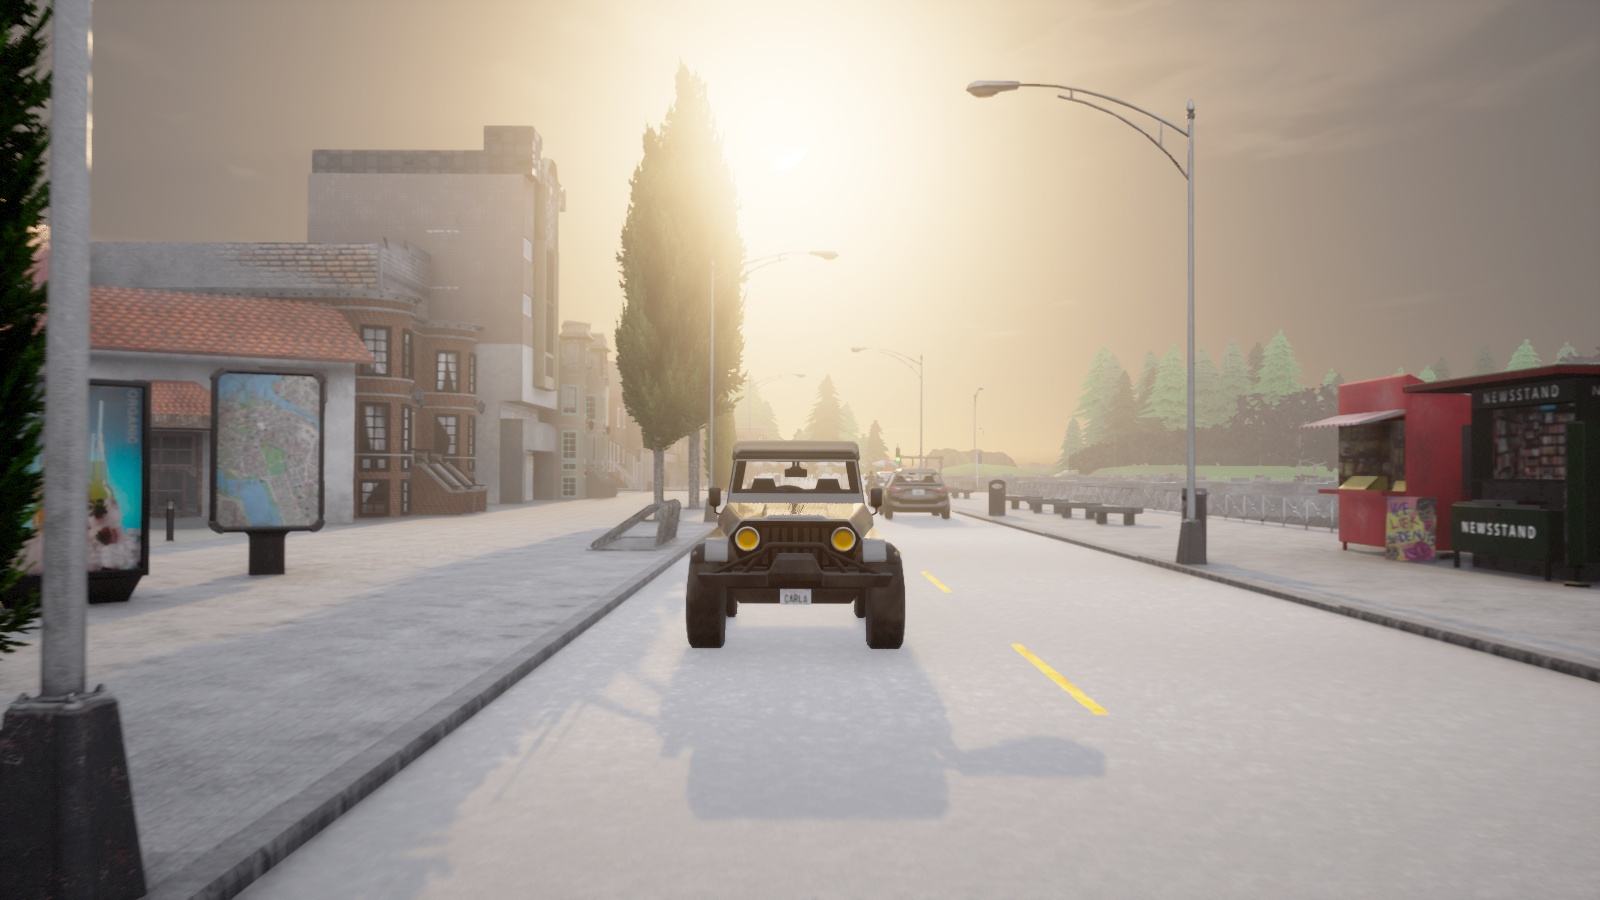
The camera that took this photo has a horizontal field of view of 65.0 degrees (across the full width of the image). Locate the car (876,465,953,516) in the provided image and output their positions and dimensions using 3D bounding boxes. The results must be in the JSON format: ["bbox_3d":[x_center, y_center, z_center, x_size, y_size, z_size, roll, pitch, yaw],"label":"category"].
[{"bbox_3d":[3.886,1.369,43.352,2.242,1.667,4.611,0,-1,0],"label":"car"}]

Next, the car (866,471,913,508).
[{"bbox_3d":[3.858,1.693,54.668,1.789,1.549,3.705,0,-1,0],"label":"car"}]

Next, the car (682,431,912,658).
[{"bbox_3d":[-0.033,0.818,12.358,1.905,1.878,3.866,0,-1,0],"label":"car"}]
